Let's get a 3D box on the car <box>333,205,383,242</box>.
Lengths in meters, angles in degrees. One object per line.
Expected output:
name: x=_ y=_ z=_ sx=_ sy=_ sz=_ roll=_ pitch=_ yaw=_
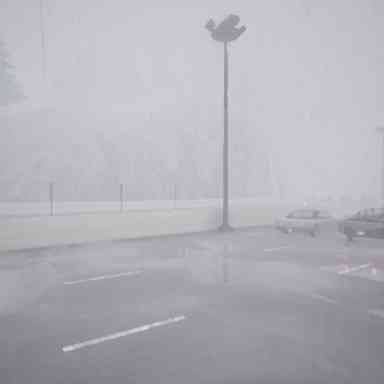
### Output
car: x=8.817 y=1.492 z=15.311 sx=4.902 sy=1.511 sz=2.128 roll=0 pitch=0 yaw=-40

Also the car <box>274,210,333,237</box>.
car: x=6.571 y=1.613 z=17.995 sx=4.718 sy=1.301 sz=1.895 roll=0 pitch=0 yaw=-40
